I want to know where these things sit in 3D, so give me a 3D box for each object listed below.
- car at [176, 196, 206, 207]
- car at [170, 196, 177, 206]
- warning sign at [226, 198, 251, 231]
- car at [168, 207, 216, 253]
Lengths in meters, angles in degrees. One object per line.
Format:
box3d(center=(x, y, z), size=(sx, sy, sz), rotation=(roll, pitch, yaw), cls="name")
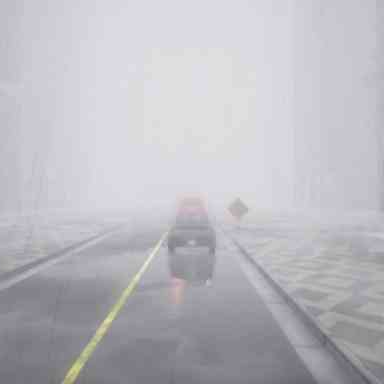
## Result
box3d(center=(0.013, 1.499, 29.048), size=(2.150, 2.045, 5.566), rotation=(0, 0, 0), cls="car")
box3d(center=(-2.971, 1.954, 70.976), size=(2.150, 2.045, 5.566), rotation=(0, -1, 0), cls="car")
box3d(center=(2.719, 1.302, 19.481), size=(1.300, 1.860, 1.060), rotation=(0, -1, 0), cls="warning sign")
box3d(center=(0.010, 1.630, 14.310), size=(2.128, 1.511, 4.902), rotation=(0, 0, 0), cls="car")
